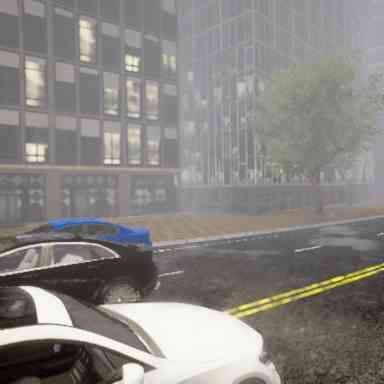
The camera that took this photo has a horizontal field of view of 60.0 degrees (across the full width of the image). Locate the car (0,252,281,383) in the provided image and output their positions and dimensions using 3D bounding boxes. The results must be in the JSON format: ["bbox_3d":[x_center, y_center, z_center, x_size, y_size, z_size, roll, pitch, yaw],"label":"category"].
[{"bbox_3d":[-1.354,1.532,2.551,4.674,1.442,1.812,0,0,-36],"label":"car"}]

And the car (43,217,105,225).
[{"bbox_3d":[-3.500,1.496,9.268,5.008,1.535,1.882,0,0,-36],"label":"car"}]

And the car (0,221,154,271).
[{"bbox_3d":[-2.904,1.504,5.683,4.902,1.511,2.128,0,0,-36],"label":"car"}]
